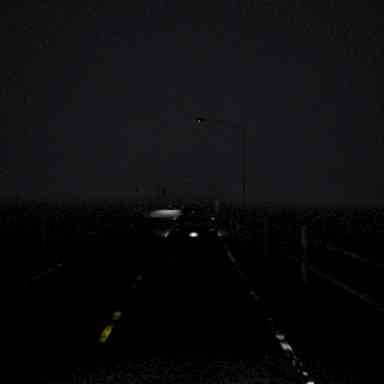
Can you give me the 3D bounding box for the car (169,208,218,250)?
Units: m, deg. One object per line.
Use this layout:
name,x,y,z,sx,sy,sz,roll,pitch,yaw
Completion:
car,0.073,1.599,14.617,1.994,1.385,4.181,0,0,0

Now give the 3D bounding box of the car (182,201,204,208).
car,0.075,1.553,30.724,1.882,1.535,5.008,0,0,0

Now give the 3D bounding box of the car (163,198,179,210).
car,-2.846,1.609,45.412,2.128,1.511,4.902,0,0,0
